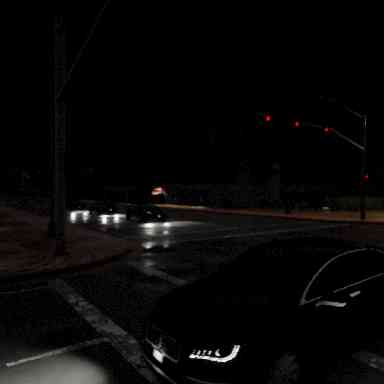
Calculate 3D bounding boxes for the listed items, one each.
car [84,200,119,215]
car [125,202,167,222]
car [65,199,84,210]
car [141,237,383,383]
[{"bbox_3d":[-8.991,1.546,33.687,1.994,1.385,4.181,0,0,-35],"label":"car"},{"bbox_3d":[-3.761,1.508,26.370,1.812,1.442,4.674,0,0,-36],"label":"car"},{"bbox_3d":[-14.830,1.583,41.896,1.895,1.301,4.718,0,0,-35],"label":"car"},{"bbox_3d":[1.624,1.508,4.981,4.892,1.490,1.837,0,0,-35],"label":"car"}]
